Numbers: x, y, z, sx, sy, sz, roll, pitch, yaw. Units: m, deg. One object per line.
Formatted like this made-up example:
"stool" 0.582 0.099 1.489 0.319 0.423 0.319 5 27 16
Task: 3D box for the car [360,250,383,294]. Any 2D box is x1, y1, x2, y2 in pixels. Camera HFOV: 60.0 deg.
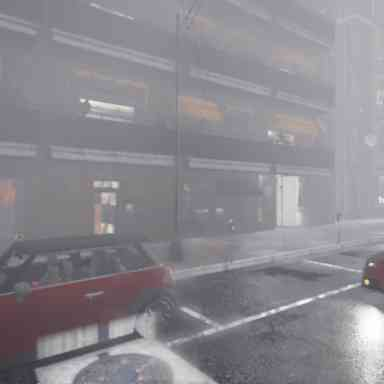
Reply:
"car" 5.595 1.512 7.358 4.181 1.385 1.994 0 0 -35

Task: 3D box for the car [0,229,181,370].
"car" -2.258 1.435 4.933 4.097 1.590 1.967 0 1 -35
